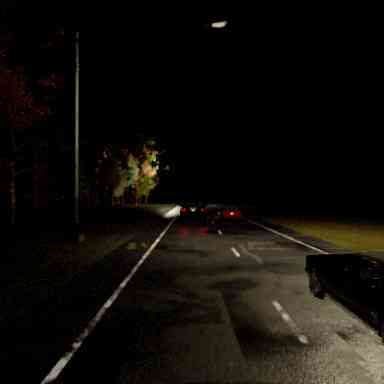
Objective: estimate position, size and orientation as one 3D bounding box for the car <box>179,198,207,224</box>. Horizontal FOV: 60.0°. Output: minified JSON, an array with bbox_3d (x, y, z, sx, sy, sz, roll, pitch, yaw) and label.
[{"bbox_3d":[0.099,1.575,28.698,2.150,2.045,5.566,0,-1,0],"label":"car"}]

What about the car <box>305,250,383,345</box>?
[{"bbox_3d":[3.600,1.676,5.818,1.895,1.301,4.718,0,-1,0],"label":"car"}]

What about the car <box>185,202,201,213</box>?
[{"bbox_3d":[0.110,2.110,45.968,2.033,1.411,5.357,0,-1,0],"label":"car"}]

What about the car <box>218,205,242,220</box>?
[{"bbox_3d":[3.603,1.960,32.079,1.994,1.385,4.181,0,-1,0],"label":"car"}]
